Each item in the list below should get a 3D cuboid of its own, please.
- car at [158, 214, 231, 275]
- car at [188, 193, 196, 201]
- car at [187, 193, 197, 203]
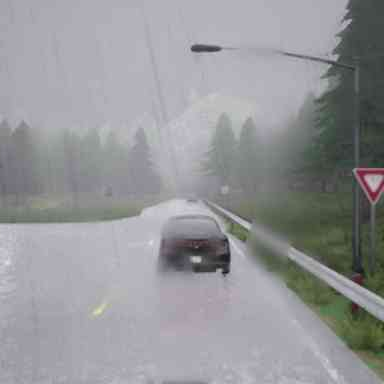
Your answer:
[{"bbox_3d":[-0.027,1.433,10.379,1.882,1.535,5.008,0,0,-3],"label":"car"},{"bbox_3d":[-0.005,1.083,71.968,1.837,1.490,4.892,0,0,0],"label":"car"},{"bbox_3d":[-0.004,1.390,62.006,1.895,1.301,4.718,0,0,0],"label":"car"}]
